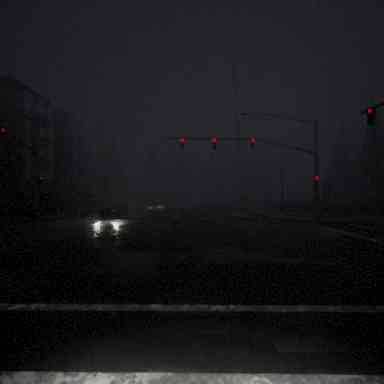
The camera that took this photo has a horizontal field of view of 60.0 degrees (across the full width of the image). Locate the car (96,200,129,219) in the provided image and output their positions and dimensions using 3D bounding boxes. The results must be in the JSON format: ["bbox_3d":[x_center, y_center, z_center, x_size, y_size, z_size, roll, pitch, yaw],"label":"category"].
[{"bbox_3d":[-6.908,1.494,29.343,1.882,1.535,5.008,0,0,2],"label":"car"}]

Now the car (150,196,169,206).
[{"bbox_3d":[-5.295,1.491,54.718,1.882,1.535,5.008,-1,0,15],"label":"car"}]
